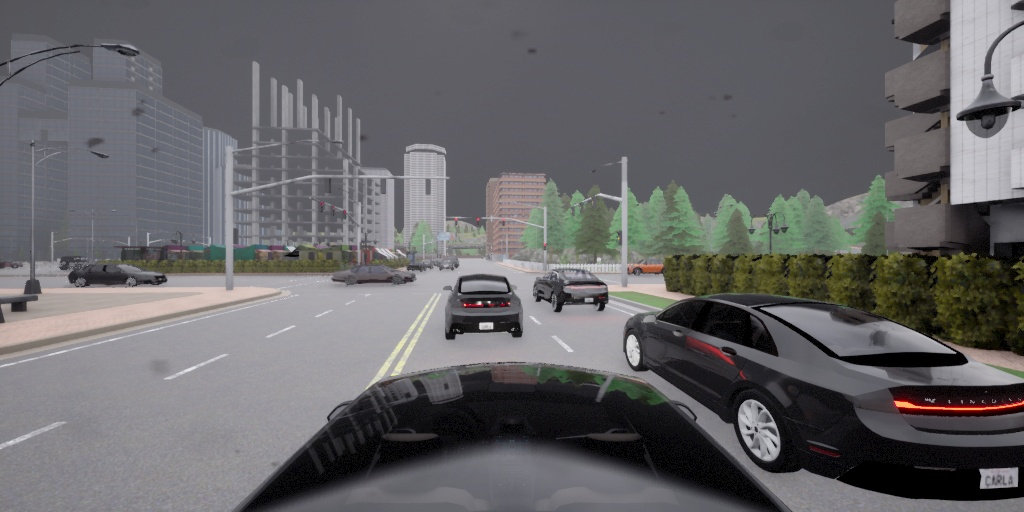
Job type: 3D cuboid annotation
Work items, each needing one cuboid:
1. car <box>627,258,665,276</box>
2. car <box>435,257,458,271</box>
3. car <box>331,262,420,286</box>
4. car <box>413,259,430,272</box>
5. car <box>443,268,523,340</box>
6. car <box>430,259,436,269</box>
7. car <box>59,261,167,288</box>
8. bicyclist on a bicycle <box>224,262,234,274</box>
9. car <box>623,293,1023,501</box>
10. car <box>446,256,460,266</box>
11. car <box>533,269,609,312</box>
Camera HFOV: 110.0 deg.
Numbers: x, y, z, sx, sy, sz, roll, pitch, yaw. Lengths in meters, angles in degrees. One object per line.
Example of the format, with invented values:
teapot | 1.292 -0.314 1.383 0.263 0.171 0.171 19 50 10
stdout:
car | 14.058 1.102 37.499 4.553 1.767 2.097 0 0 -5
car | -9.059 1.242 50.064 2.128 1.511 4.902 0 0 -6
car | -9.417 1.297 24.691 5.357 1.411 2.033 0 0 -5
car | -12.195 1.351 46.078 1.895 1.301 4.718 0 0 -4
car | -0.857 1.255 10.090 1.837 1.490 4.892 0 0 -7
car | -13.169 1.255 55.317 1.837 1.490 4.892 0 0 -6
car | -25.459 1.253 23.277 4.892 1.490 1.837 1 0 -5
bicyclist on a bicycle | -29.516 1.011 37.408 0.582 1.620 1.656 0 5 -5
car | 3.113 1.255 4.844 1.837 1.490 4.892 0 0 -4
car | -10.153 0.971 59.864 2.150 2.045 5.566 0 0 -6
car | 2.140 1.242 14.205 2.128 1.511 4.902 0 0 -9
